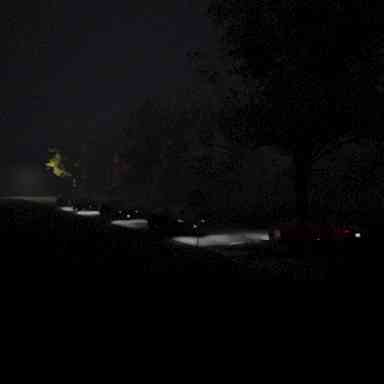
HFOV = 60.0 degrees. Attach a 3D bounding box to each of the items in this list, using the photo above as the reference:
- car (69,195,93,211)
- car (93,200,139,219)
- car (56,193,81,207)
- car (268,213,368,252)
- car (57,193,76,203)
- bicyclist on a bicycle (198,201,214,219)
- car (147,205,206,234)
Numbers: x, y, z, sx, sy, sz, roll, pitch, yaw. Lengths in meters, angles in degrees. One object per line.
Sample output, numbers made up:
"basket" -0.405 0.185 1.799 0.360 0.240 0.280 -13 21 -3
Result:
"car" -11.487 1.303 35.857 1.994 1.385 4.181 1 0 -32
"car" -6.206 1.394 27.424 2.033 1.411 5.357 1 0 -32
"car" -16.864 1.118 44.504 2.128 1.511 4.902 1 0 -31
"car" 5.349 1.616 14.556 1.994 1.385 4.181 1 0 -32
"car" -21.782 0.989 57.769 2.128 1.511 4.902 1 0 -32
"bicyclist on a bicycle" 1.115 1.402 26.999 1.656 1.620 0.582 0 0 -32
"car" -1.050 1.476 19.203 1.812 1.442 4.674 1 0 -32
